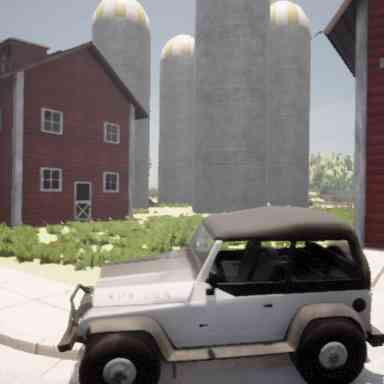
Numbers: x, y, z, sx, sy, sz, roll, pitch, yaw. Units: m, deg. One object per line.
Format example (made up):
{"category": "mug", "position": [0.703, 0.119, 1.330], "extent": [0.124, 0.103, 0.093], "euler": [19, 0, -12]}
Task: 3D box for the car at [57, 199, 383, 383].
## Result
{"category": "car", "position": [0.430, 1.214, 4.396], "extent": [3.866, 1.878, 1.905], "euler": [-1, 6, -7]}
